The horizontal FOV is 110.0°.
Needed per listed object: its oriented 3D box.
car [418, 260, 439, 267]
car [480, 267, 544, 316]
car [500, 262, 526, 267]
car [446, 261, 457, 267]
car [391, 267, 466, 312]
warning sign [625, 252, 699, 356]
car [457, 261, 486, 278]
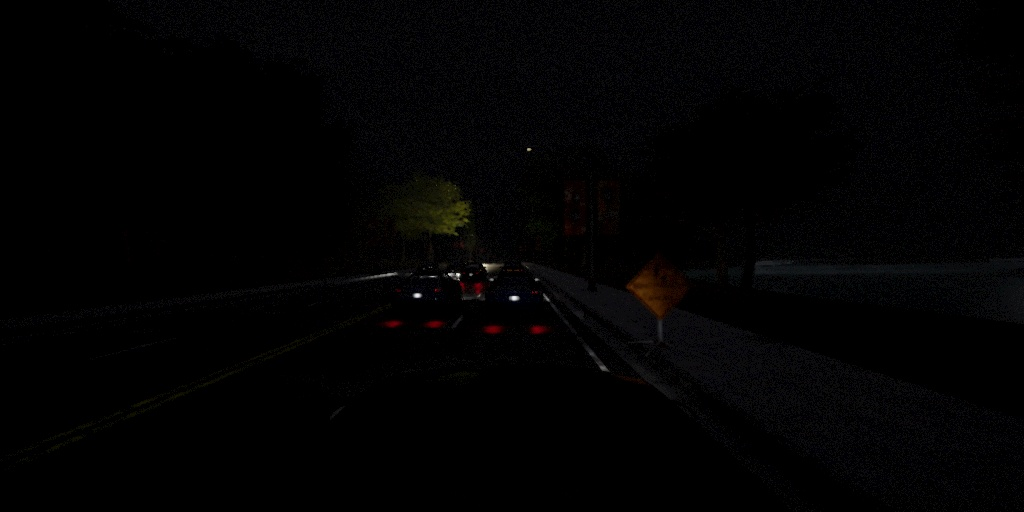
[{"bbox_3d":[-9.846,1.219,42.506,1.837,1.490,4.892,0,0,0],"label":"car"},{"bbox_3d":[0.080,1.292,13.302,1.994,1.385,4.181,0,0,0],"label":"car"},{"bbox_3d":[0.082,1.220,29.104,1.837,1.490,4.892,0,0,0],"label":"car"},{"bbox_3d":[-6.601,1.262,42.528,2.033,1.411,5.357,0,0,0],"label":"car"},{"bbox_3d":[-3.167,1.290,14.031,1.994,1.385,4.181,0,0,0],"label":"car"},{"bbox_3d":[2.849,0.853,6.880,1.300,1.860,1.060,0,0,0],"label":"warning sign"},{"bbox_3d":[-3.167,1.241,29.977,1.812,1.442,4.674,0,0,0],"label":"car"}]
